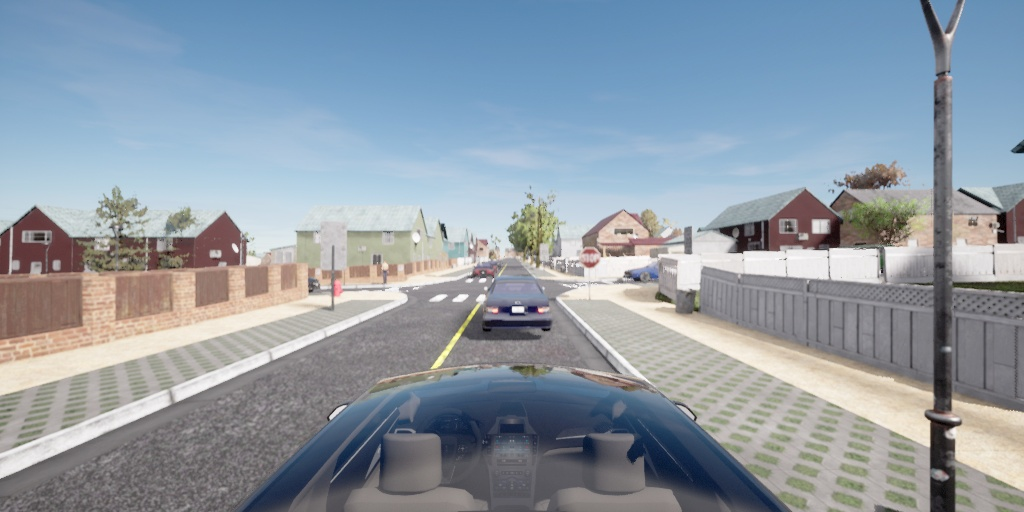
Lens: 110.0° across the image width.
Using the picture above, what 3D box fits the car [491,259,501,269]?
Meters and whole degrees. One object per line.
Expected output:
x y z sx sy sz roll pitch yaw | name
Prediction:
-2.758 1.276 44.376 1.994 1.385 4.181 0 0 0 | car

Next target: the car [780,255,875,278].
18.000 0.673 21.449 4.902 1.511 2.128 -2 -1 0 | car

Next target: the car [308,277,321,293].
-14.047 1.558 21.318 4.892 1.490 1.837 -2 -1 -1 | car

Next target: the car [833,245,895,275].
23.045 0.326 24.397 5.566 2.045 2.150 -1 -1 0 | car

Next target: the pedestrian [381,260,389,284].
-9.640 1.188 27.180 0.375 1.860 0.375 0 0 0 | pedestrian

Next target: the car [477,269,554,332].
0.094 1.292 10.850 2.033 1.411 5.357 0 0 -1 | car

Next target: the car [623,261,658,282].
10.412 0.992 24.385 5.357 1.411 2.033 -2 -1 2 | car

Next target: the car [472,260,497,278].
-2.652 1.287 33.269 1.994 1.385 4.181 0 0 -4 | car
